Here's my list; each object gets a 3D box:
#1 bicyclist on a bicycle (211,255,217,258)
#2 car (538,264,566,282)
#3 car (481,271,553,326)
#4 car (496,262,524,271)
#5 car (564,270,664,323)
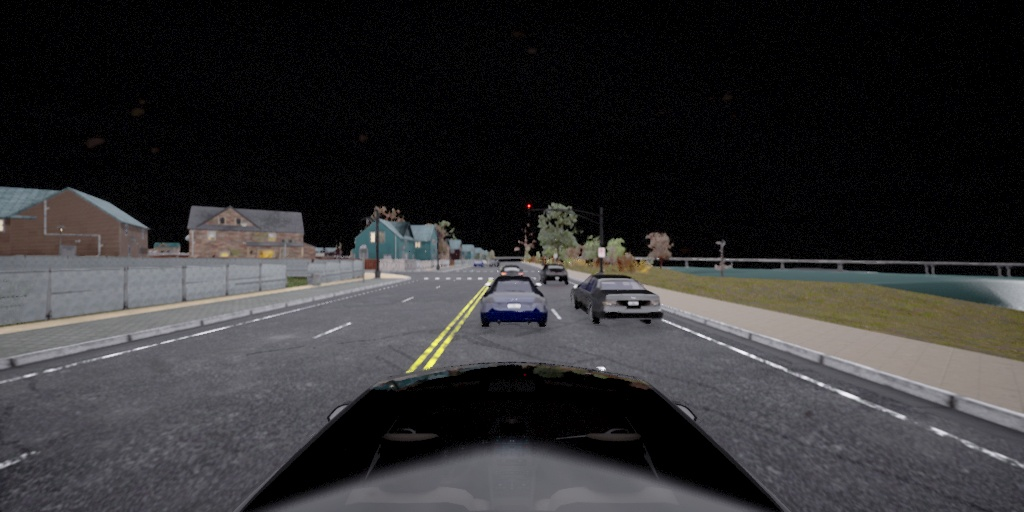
[{"bbox_3d":[-29.823,0.721,35.901,0.582,1.620,1.656,1,0,-36],"label":"bicyclist on a bicycle"},{"bbox_3d":[3.192,1.385,27.933,1.837,1.490,4.892,0,-1,0],"label":"car"},{"bbox_3d":[0.043,1.365,11.905,1.994,1.385,4.181,0,0,-1],"label":"car"},{"bbox_3d":[-0.069,1.406,27.210,1.812,1.442,4.674,0,0,-3],"label":"car"},{"bbox_3d":[3.293,1.349,12.269,2.033,1.411,5.357,0,0,0],"label":"car"}]
